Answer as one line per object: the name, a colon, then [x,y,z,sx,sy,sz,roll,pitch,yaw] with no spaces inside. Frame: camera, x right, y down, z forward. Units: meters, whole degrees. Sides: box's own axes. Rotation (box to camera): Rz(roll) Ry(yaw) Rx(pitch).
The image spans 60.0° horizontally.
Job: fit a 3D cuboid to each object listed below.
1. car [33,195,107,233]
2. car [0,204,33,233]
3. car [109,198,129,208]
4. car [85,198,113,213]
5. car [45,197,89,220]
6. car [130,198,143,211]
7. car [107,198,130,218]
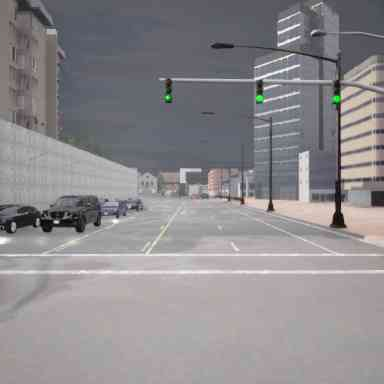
car: [-7.107,1.221,20.198,2.150,2.045,5.566,0,0,0]
car: [-10.611,1.505,19.566,1.837,1.490,4.892,0,0,0]
car: [-10.583,1.601,48.511,1.895,1.301,4.718,0,0,0]
car: [-10.615,1.505,38.451,1.837,1.490,4.892,0,0,0]
car: [-10.616,1.352,28.633,2.097,1.767,4.553,0,0,0]
car: [-7.113,1.491,40.181,2.128,1.511,4.902,0,0,0]
car: [-7.115,1.526,29.838,1.812,1.442,4.674,0,0,0]
